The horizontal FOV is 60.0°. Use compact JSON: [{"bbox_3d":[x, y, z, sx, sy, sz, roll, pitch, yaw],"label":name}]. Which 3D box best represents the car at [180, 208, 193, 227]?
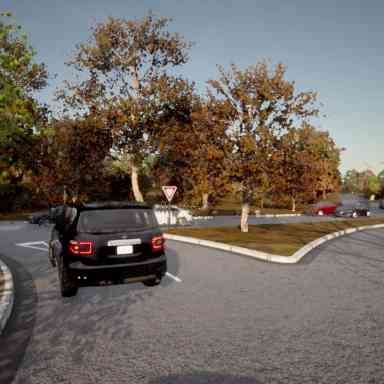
[{"bbox_3d":[-2.204,1.547,21.664,4.674,1.442,1.812,1,0,-26],"label":"car"}]

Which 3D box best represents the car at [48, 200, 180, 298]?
[{"bbox_3d":[-2.479,1.221,8.894,2.150,2.045,5.566,0,0,-26],"label":"car"}]

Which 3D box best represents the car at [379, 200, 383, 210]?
[{"bbox_3d":[29.708,1.915,50.585,2.128,1.511,4.902,0,0,24],"label":"car"}]

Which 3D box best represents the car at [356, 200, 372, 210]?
[{"bbox_3d":[26.822,1.989,52.071,1.994,1.385,4.181,0,0,24],"label":"car"}]

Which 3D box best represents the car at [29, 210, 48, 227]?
[{"bbox_3d":[-8.225,1.505,22.324,4.892,1.490,1.837,0,1,-18],"label":"car"}]

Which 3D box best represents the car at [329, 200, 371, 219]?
[{"bbox_3d":[15.857,1.799,32.713,4.892,1.490,1.837,1,0,-39],"label":"car"}]

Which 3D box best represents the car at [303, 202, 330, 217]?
[{"bbox_3d":[13.642,1.767,35.055,5.008,1.535,1.882,1,0,-39],"label":"car"}]
